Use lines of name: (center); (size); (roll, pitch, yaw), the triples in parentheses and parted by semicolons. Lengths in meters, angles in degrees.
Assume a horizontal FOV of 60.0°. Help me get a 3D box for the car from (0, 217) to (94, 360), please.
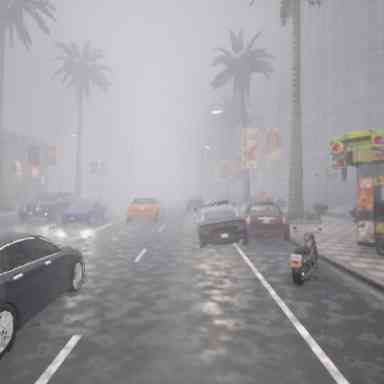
car: (-3.400, 1.456, 5.782); (1.837, 1.490, 4.892); (0, 0, 0)

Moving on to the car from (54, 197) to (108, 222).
car: (-7.054, 1.294, 22.134); (1.882, 1.535, 5.008); (0, 0, 1)

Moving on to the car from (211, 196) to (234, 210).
car: (3.408, 1.201, 37.874); (2.161, 1.482, 4.786); (0, 0, 0)

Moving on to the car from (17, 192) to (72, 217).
car: (-10.535, 1.018, 24.538); (2.150, 2.045, 5.566); (0, 1, 1)

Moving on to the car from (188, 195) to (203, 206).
car: (0.446, 1.164, 46.451); (2.033, 1.411, 5.357); (0, 0, 0)

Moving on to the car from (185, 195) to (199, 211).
car: (0.350, 1.213, 35.373); (1.837, 1.490, 4.892); (0, 1, 0)

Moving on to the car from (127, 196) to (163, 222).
car: (-3.334, 1.150, 24.416); (2.097, 1.767, 4.553); (0, 0, 1)

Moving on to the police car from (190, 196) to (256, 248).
police car: (1.106, 1.205, 14.303); (1.930, 1.638, 5.238); (-8, 3, 0)
